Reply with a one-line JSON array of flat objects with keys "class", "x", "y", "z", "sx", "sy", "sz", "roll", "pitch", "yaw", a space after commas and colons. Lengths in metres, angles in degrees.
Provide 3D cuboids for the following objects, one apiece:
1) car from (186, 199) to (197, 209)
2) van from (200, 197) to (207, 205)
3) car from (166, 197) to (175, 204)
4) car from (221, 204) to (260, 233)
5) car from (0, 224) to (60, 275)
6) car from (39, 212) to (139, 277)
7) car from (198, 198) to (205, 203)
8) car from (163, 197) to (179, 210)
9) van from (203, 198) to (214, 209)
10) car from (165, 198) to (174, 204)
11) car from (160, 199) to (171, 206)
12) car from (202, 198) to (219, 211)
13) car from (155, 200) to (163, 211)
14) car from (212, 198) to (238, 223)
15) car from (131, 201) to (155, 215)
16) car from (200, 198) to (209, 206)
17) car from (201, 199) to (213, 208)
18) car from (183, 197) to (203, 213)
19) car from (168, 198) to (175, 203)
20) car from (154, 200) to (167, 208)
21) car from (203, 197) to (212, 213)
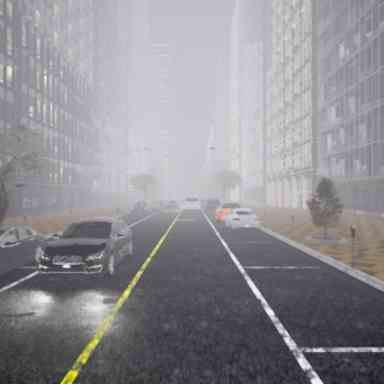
[{"class": "car", "x": 0.009, "y": 2.044, "z": 58.569, "sx": 1.882, "sy": 1.535, "sz": 5.008, "roll": 0, "pitch": -1, "yaw": 1}, {"class": "van", "x": 2.663, "y": 2.088, "z": 77.623, "sx": 1.690, "sy": 1.788, "sz": 3.998, "roll": -1, "pitch": -1, "yaw": 0}, {"class": "car", "x": -5.720, "y": 2.169, "z": 88.989, "sx": 2.192, "sy": 1.841, "sz": 5.009, "roll": -1, "pitch": -1, "yaw": 0}, {"class": "car", "x": 3.143, "y": 1.732, "z": 21.253, "sx": 1.812, "sy": 1.442, "sz": 4.674, "roll": 0, "pitch": -1, "yaw": 0}, {"class": "car", "x": -5.701, "y": 1.644, "z": 9.419, "sx": 2.008, "sy": 1.369, "sz": 4.403, "roll": -1, "pitch": -1, "yaw": 0}, {"class": "car", "x": -3.103, "y": 1.610, "z": 10.659, "sx": 1.837, "sy": 1.490, "sz": 4.892, "roll": 0, "pitch": -1, "yaw": 0}, {"class": "car", "x": 2.661, "y": 2.458, "z": 94.672, "sx": 2.008, "sy": 1.369, "sz": 4.403, "roll": -1, "pitch": -1, "yaw": 0}, {"class": "car", "x": -3.090, "y": 1.980, "z": 51.907, "sx": 1.882, "sy": 1.535, "sz": 5.008, "roll": 0, "pitch": 0, "yaw": 0}, {"class": "van", "x": 2.668, "y": 1.872, "z": 54.890, "sx": 1.690, "sy": 1.788, "sz": 3.998, "roll": -1, "pitch": -1, "yaw": 0}, {"class": "car", "x": -5.718, "y": 2.241, "z": 83.304, "sx": 1.967, "sy": 1.590, "sz": 4.097, "roll": -1, "pitch": -1, "yaw": 0}, {"class": "car", "x": -5.715, "y": 2.244, "z": 71.936, "sx": 2.008, "sy": 1.369, "sz": 4.403, "roll": -1, "pitch": -1, "yaw": 0}, {"class": "car", "x": 2.669, "y": 1.791, "z": 49.207, "sx": 2.192, "sy": 1.841, "sz": 5.009, "roll": -1, "pitch": -1, "yaw": 0}, {"class": "car", "x": -5.709, "y": 2.000, "z": 49.033, "sx": 1.752, "sy": 1.417, "sz": 4.829, "roll": -1, "pitch": -1, "yaw": 0}, {"class": "car", "x": 3.106, "y": 1.627, "z": 28.225, "sx": 2.097, "sy": 1.767, "sz": 4.553, "roll": 0, "pitch": -1, "yaw": 0}, {"class": "car", "x": -5.708, "y": 1.807, "z": 37.837, "sx": 1.967, "sy": 1.590, "sz": 4.097, "roll": -1, "pitch": -1, "yaw": 0}, {"class": "car", "x": 2.665, "y": 2.133, "z": 71.939, "sx": 1.967, "sy": 1.590, "sz": 4.097, "roll": -1, "pitch": -1, "yaw": 0}, {"class": "car", "x": 2.668, "y": 2.025, "z": 60.573, "sx": 1.967, "sy": 1.590, "sz": 4.097, "roll": -1, "pitch": -1, "yaw": 0}, {"class": "car", "x": 0.037, "y": 1.639, "z": 43.356, "sx": 2.150, "sy": 2.045, "sz": 5.566, "roll": 0, "pitch": 0, "yaw": 1}, {"class": "car", "x": -5.720, "y": 2.489, "z": 94.670, "sx": 1.802, "sy": 1.307, "sz": 4.206, "roll": -1, "pitch": -1, "yaw": 0}, {"class": "car", "x": -5.712, "y": 2.151, "z": 60.570, "sx": 1.947, "sy": 1.339, "sz": 4.313, "roll": -1, "pitch": -1, "yaw": 0}, {"class": "car", "x": 2.670, "y": 1.737, "z": 43.524, "sx": 2.192, "sy": 1.841, "sz": 5.009, "roll": -1, "pitch": -1, "yaw": 0}]
